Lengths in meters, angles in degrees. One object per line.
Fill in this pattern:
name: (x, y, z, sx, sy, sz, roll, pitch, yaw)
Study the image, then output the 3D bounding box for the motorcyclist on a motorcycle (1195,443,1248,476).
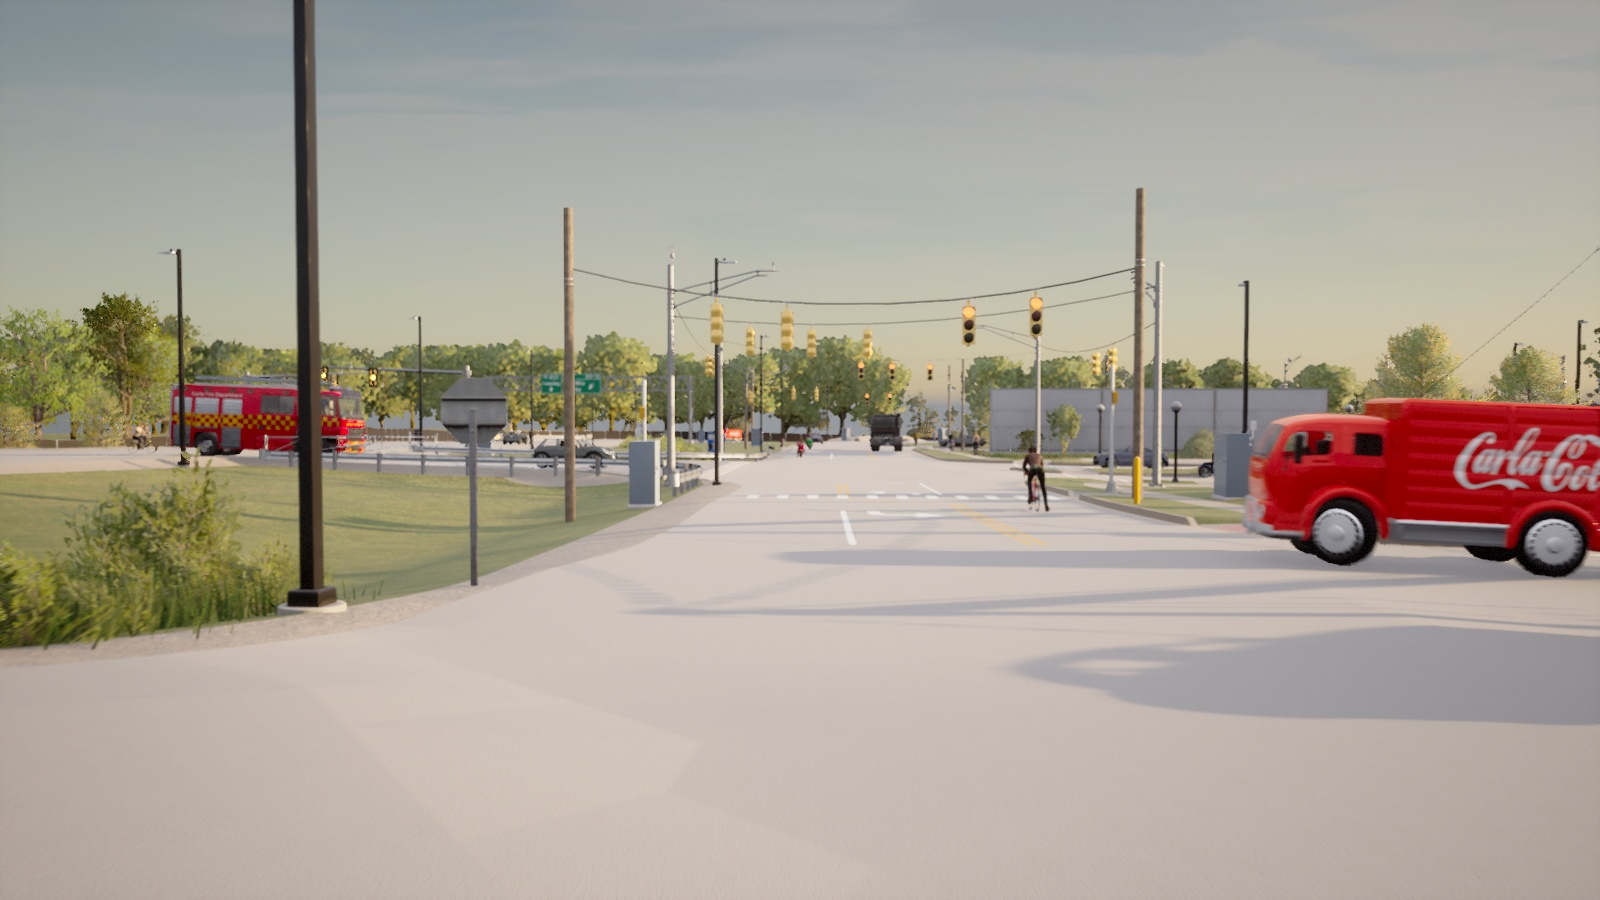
motorcyclist on a motorcycle: (21.372, 0.485, 63.690, 2.350, 1.649, 0.766, 1, 1, -2)

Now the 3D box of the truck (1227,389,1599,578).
truck: (9.342, 0.403, 18.808, 5.204, 2.467, 2.627, 2, 2, 11)

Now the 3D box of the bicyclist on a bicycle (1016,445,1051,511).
bicyclist on a bicycle: (5.853, 0.682, 31.518, 0.582, 1.620, 1.656, 0, 0, 1)

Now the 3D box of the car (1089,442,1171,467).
car: (18.745, 0.246, 71.447, 4.181, 1.385, 1.994, 0, 1, 1)

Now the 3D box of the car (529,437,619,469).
car: (-10.754, 0.147, 59.986, 3.806, 1.475, 1.970, 0, 1, 6)

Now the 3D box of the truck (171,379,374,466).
truck: (-25.266, -1.327, 60.439, 8.468, 3.827, 2.891, 2, 1, 2)
